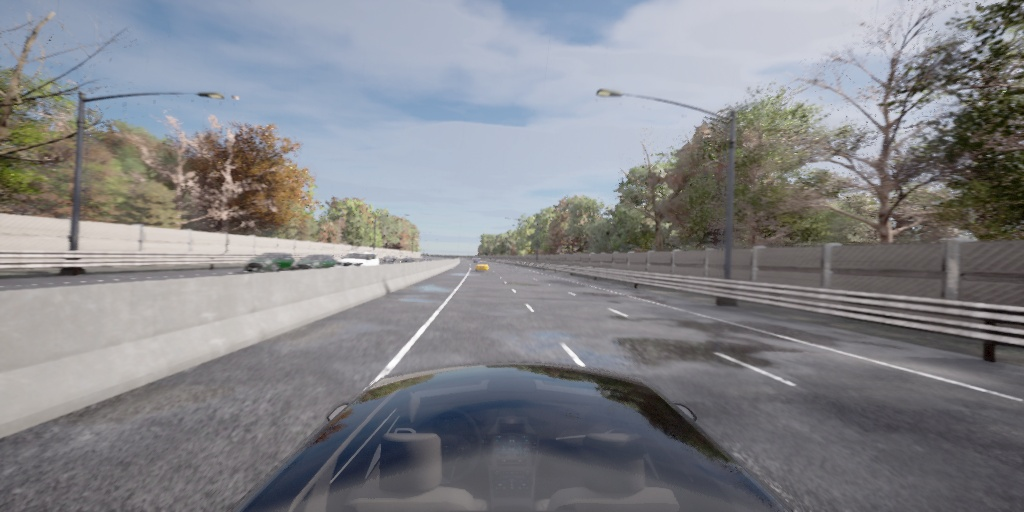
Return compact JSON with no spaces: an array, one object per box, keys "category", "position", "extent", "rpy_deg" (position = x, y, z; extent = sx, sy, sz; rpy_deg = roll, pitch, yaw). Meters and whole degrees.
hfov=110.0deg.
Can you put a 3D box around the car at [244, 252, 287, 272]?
[{"category":"car","position":[-19.905,0.462,29.775],"extent":[2.097,1.767,4.553],"rpy_deg":[2,0,-5]}]

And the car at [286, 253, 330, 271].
[{"category":"car","position":[-16.433,0.613,30.175],"extent":[2.097,1.767,4.553],"rpy_deg":[2,0,-5]}]

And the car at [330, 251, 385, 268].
[{"category":"car","position":[-12.941,0.639,30.436],"extent":[2.150,2.045,5.566],"rpy_deg":[2,-1,-5]}]

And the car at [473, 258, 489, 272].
[{"category":"car","position":[-4.306,1.412,51.474],"extent":[1.801,1.575,5.366],"rpy_deg":[2,0,-5]}]
